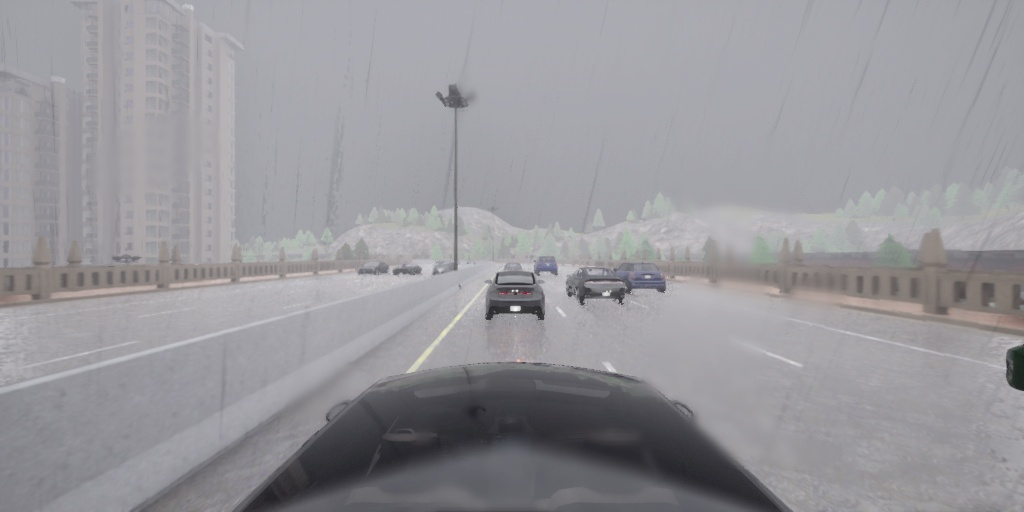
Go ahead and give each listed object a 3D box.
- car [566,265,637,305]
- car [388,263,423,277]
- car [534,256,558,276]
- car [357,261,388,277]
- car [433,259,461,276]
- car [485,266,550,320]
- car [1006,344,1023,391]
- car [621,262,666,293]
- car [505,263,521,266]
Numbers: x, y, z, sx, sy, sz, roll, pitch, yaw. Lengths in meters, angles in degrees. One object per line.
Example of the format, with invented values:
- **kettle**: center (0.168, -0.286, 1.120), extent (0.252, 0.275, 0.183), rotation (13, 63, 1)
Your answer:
- **car**: center (3.600, 1.247, 16.127), extent (2.128, 1.511, 4.902), rotation (0, 0, 0)
- **car**: center (-10.594, 1.385, 36.507), extent (1.895, 1.301, 4.718), rotation (0, 0, 0)
- **car**: center (3.601, 1.011, 38.633), extent (2.150, 2.045, 5.566), rotation (0, 0, 0)
- **car**: center (-14.092, 1.263, 36.785), extent (1.882, 1.535, 5.008), rotation (0, 0, 0)
- **car**: center (-7.090, 1.281, 38.061), extent (2.128, 1.511, 4.902), rotation (0, 0, 0)
- **car**: center (0.100, 1.258, 12.682), extent (1.837, 1.490, 4.892), rotation (0, 0, 0)
- **car**: center (7.101, 0.972, 1.884), extent (2.150, 2.045, 5.566), rotation (0, 0, 0)
- **car**: center (7.101, 1.111, 20.872), extent (2.097, 1.767, 4.553), rotation (0, 0, 0)
- **car**: center (0.101, 1.326, 33.989), extent (2.033, 1.411, 5.357), rotation (0, 0, 0)
